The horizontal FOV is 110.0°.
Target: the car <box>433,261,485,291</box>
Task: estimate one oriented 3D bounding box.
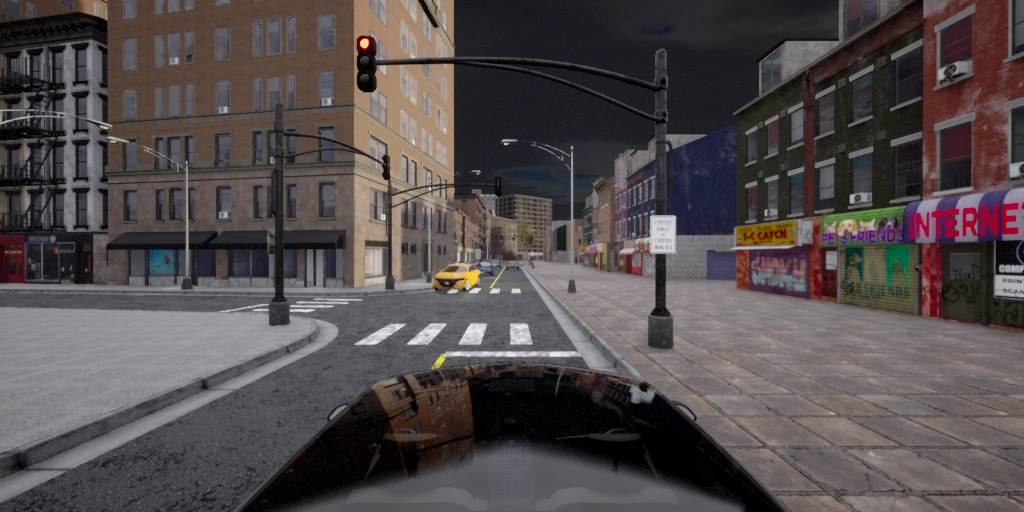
[{"bbox_3d":[-3.244,1.229,22.019,1.882,1.535,5.008,0,0,7],"label":"car"}]

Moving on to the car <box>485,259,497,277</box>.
[{"bbox_3d":[-2.777,1.281,35.991,1.812,1.442,4.674,0,0,0],"label":"car"}]

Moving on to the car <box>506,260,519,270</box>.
[{"bbox_3d":[0.111,1.310,52.760,2.033,1.411,5.357,0,0,0],"label":"car"}]

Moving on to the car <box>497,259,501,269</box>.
[{"bbox_3d":[-2.689,1.257,56.527,2.128,1.511,4.902,0,0,1],"label":"car"}]
